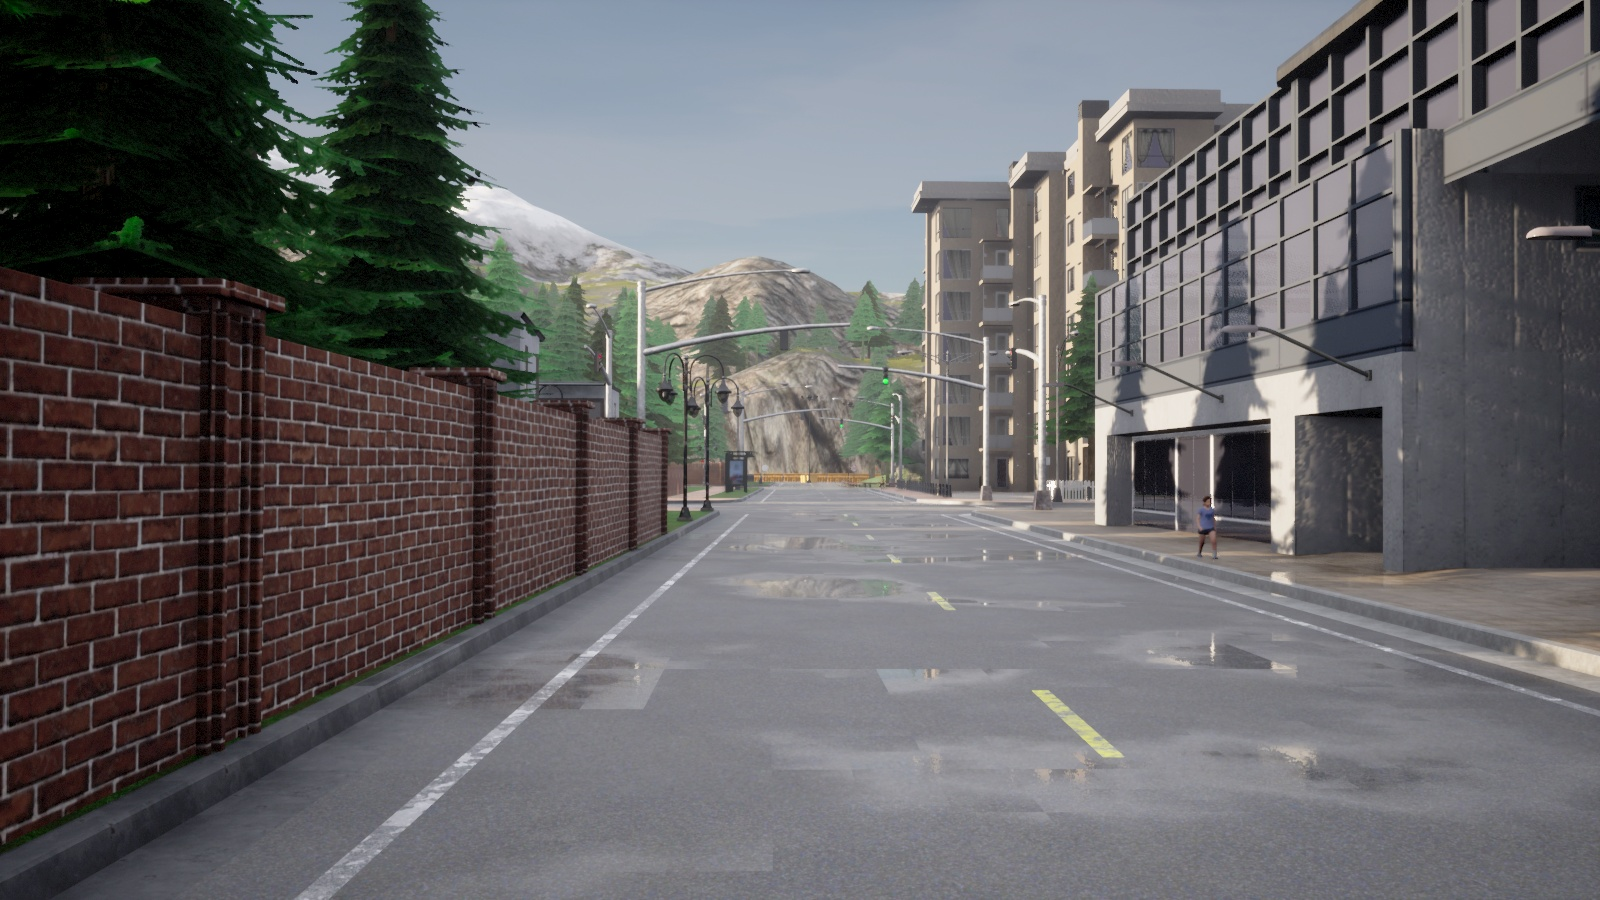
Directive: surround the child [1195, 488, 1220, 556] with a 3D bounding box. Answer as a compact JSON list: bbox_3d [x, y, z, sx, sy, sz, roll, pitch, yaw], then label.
[{"bbox_3d":[6.689,1.175,20.635,0.255,1.110,0.394,0,-1,-3],"label":"child"}]
